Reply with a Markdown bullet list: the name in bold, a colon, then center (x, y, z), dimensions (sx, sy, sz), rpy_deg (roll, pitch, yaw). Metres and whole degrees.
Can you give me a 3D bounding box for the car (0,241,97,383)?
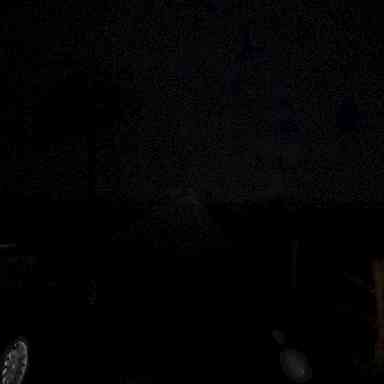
- **car**: center (-2.851, 1.577, 5.239), dimensions (1.812, 1.442, 4.674), rpy_deg (0, -1, 0)
